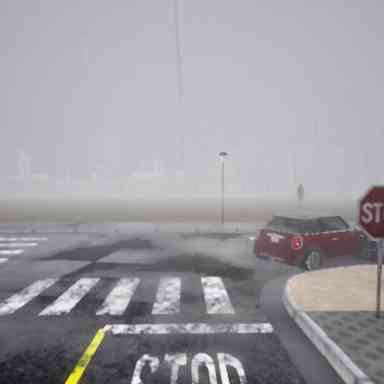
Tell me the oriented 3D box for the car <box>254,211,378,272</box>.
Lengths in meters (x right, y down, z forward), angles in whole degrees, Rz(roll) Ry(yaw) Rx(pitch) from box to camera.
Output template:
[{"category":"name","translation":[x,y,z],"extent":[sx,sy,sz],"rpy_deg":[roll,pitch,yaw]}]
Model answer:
[{"category":"car","translation":[4.369,1.446,11.450],"extent":[4.553,1.767,2.097],"rpy_deg":[-2,4,-33]}]
